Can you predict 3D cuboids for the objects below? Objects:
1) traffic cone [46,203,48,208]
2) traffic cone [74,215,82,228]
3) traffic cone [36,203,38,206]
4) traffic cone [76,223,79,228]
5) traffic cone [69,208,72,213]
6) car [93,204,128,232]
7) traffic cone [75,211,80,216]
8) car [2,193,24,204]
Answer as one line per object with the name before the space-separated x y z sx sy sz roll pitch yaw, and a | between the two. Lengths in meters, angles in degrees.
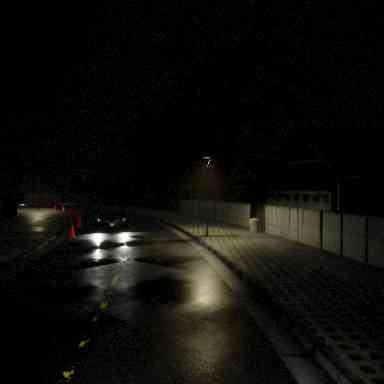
traffic cone | -20.414 1.903 46.664 0.340 0.580 0.340 0 0 -38
traffic cone | -7.120 1.937 20.988 0.340 0.580 0.340 0 0 -17
traffic cone | -23.515 1.896 50.387 0.340 0.580 0.340 0 0 -42
traffic cone | -5.869 1.943 16.306 0.340 0.580 0.340 0 0 -13
traffic cone | -12.571 1.920 34.445 0.340 0.580 0.340 0 0 -27
car | -5.021 1.508 20.438 1.812 1.442 4.674 0 0 -16
traffic cone | -8.658 1.931 25.583 0.340 0.580 0.340 0 0 -20
car | -33.096 1.140 61.312 5.566 2.045 2.150 0 0 40
